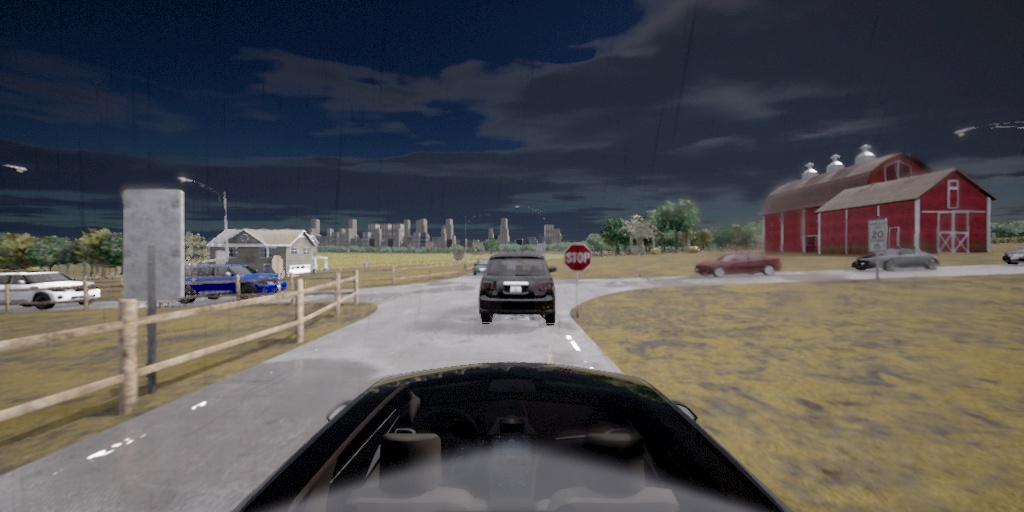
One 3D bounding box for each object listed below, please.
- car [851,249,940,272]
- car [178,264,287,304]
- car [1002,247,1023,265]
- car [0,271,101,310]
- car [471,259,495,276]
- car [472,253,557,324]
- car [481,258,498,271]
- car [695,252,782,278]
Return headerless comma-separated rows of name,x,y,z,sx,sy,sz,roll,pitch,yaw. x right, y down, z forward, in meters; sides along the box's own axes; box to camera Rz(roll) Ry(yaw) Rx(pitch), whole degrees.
car,24.365,0.240,22.886,4.181,1.385,1.994,-2,0,0
car,-15.724,1.446,19.925,5.566,2.045,2.150,-2,0,-1
car,34.535,-0.201,22.886,4.902,1.511,2.128,-2,0,0
car,-26.469,1.875,19.895,5.566,2.045,2.150,-2,0,0
car,-2.796,1.096,35.542,2.128,1.511,4.902,0,0,-1
car,0.304,0.929,11.915,2.150,2.045,5.566,0,0,4
car,-2.830,1.044,45.785,1.882,1.535,5.008,0,0,0
car,14.324,0.526,22.877,5.008,1.535,1.882,-2,0,0
